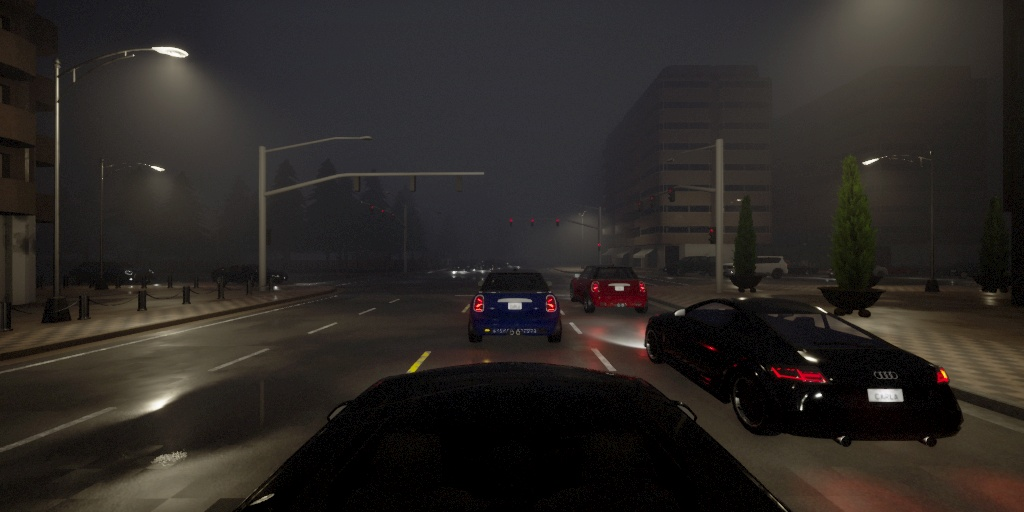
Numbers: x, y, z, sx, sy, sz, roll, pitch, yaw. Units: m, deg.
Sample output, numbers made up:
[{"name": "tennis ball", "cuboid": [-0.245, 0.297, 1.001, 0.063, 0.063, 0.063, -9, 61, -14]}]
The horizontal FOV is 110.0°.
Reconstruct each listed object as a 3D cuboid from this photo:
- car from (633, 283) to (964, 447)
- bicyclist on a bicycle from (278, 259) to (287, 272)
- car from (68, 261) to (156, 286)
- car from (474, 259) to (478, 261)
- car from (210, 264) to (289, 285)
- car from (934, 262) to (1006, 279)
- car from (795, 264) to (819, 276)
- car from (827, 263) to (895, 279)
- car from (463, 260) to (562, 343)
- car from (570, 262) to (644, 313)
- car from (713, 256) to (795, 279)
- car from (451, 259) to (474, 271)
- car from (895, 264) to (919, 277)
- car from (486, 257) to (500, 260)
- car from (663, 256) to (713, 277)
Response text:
[{"name": "car", "cuboid": [3.605, 1.314, 5.469, 1.994, 1.385, 4.181, 0, 0, 0]}, {"name": "bicyclist on a bicycle", "cuboid": [-25.621, 1.106, 40.086, 0.582, 1.620, 1.656, 0, 0, 0]}, {"name": "car", "cuboid": [-28.401, 1.157, 25.592, 4.553, 1.767, 2.097, 0, 0, 0]}, {"name": "car", "cuboid": [-6.260, 1.255, 57.513, 1.837, 1.490, 4.892, 0, 0, 7]}, {"name": "car", "cuboid": [-18.681, 1.310, 25.632, 4.892, 1.490, 1.837, 0, 0, 0]}, {"name": "car", "cuboid": [42.122, 1.283, 33.060, 5.008, 1.535, 1.882, 0, 0, 0]}, {"name": "car", "cuboid": [28.172, 1.406, 36.522, 4.718, 1.301, 1.895, 0, 0, 0]}, {"name": "car", "cuboid": [31.798, 1.331, 33.034, 4.674, 1.442, 1.812, 0, 0, 0]}, {"name": "car", "cuboid": [0.081, 1.102, 9.881, 2.097, 1.767, 4.553, 0, 0, 0]}, {"name": "car", "cuboid": [3.602, 1.102, 14.109, 2.097, 1.767, 4.553, 0, 0, 0]}, {"name": "car", "cuboid": [22.160, 1.027, 32.999, 5.566, 2.045, 2.150, 0, 0, 0]}, {"name": "car", "cuboid": [-6.871, 1.314, 48.624, 1.994, 1.385, 4.181, 0, 0, 2]}, {"name": "car", "cuboid": [38.218, 1.406, 36.555, 4.718, 1.301, 1.895, 0, 0, 0]}, {"name": "car", "cuboid": [-3.231, 1.255, 52.289, 1.837, 1.490, 4.892, 0, 0, 3]}, {"name": "car", "cuboid": [18.412, 1.027, 36.483, 5.566, 2.045, 2.150, 0, 0, 0]}]
